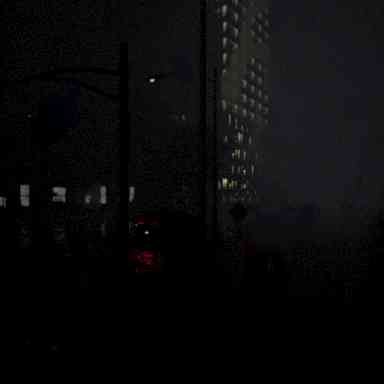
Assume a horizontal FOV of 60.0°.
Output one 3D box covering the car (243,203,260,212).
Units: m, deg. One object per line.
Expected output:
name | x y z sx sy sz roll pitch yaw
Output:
car | 8.971 2.445 52.144 1.895 1.301 4.718 0 -1 33

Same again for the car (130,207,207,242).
car | -0.937 1.778 18.387 1.837 1.490 4.892 0 -1 32

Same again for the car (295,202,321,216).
car | 15.886 2.306 44.731 1.882 1.535 5.008 0 -1 34

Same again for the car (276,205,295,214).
car | 13.441 2.429 46.932 1.895 1.301 4.718 0 -1 33

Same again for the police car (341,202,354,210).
police car | 30.992 2.714 66.196 1.930 1.638 5.238 0 -1 33

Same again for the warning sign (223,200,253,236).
warning sign | 2.623 1.439 18.901 1.300 1.860 1.060 1 1 33

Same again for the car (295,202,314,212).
car | 18.630 2.503 55.090 1.837 1.490 4.892 0 -1 33

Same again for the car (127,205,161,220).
car | -4.166 1.940 31.855 1.812 1.442 4.674 0 -1 33
